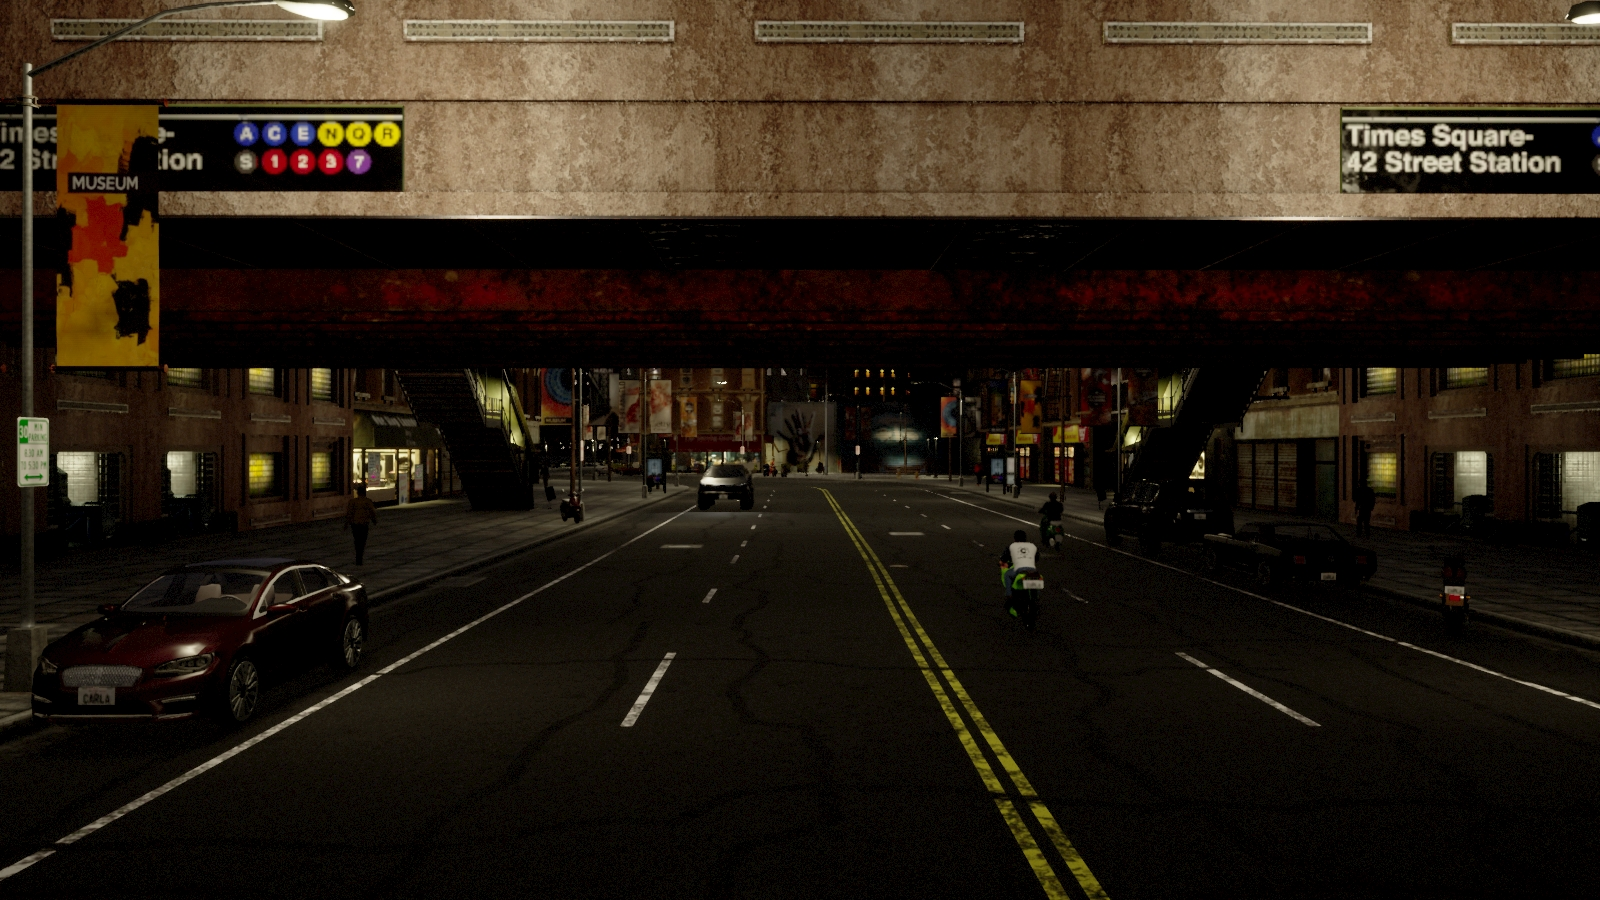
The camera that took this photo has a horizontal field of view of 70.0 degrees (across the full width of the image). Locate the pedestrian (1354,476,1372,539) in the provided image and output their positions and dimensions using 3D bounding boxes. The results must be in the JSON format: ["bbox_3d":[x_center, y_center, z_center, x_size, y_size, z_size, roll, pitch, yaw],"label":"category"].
[{"bbox_3d":[16.643,1.699,33.781,0.375,1.860,0.375,0,0,10],"label":"pedestrian"}]

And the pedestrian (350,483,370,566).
[{"bbox_3d":[-10.030,1.696,26.054,0.375,1.860,0.375,0,0,-13],"label":"pedestrian"}]
